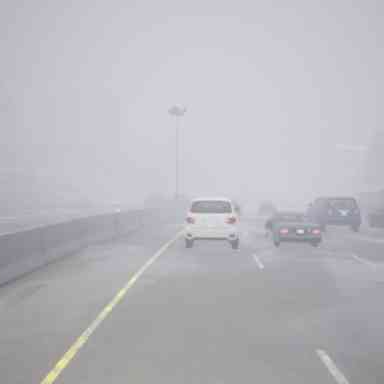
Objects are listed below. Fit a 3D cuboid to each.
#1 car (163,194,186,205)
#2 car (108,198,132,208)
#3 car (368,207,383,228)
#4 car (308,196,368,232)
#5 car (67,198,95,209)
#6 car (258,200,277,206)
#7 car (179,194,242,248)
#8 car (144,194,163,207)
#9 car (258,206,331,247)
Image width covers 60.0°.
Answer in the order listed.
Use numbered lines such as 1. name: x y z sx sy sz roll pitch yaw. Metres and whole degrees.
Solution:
1. car: -2.066 1.296 51.484 2.150 2.045 5.566 0 0 19
2. car: -10.399 1.563 48.299 1.812 1.442 4.674 0 0 17
3. car: 12.134 1.554 19.864 1.882 1.535 5.008 0 0 8
4. car: 8.726 1.287 20.887 2.150 2.045 5.566 0 0 8
5. car: -14.925 1.542 45.144 1.812 1.442 4.674 0 0 15
6. car: 8.253 1.614 36.326 1.812 1.442 4.674 0 0 14
7. car: 0.974 1.249 15.089 2.150 2.045 5.566 0 0 6
8. car: -5.526 1.283 52.154 2.150 2.045 5.566 0 0 18
9. car: 4.487 1.589 15.424 2.033 1.411 5.357 0 0 6
